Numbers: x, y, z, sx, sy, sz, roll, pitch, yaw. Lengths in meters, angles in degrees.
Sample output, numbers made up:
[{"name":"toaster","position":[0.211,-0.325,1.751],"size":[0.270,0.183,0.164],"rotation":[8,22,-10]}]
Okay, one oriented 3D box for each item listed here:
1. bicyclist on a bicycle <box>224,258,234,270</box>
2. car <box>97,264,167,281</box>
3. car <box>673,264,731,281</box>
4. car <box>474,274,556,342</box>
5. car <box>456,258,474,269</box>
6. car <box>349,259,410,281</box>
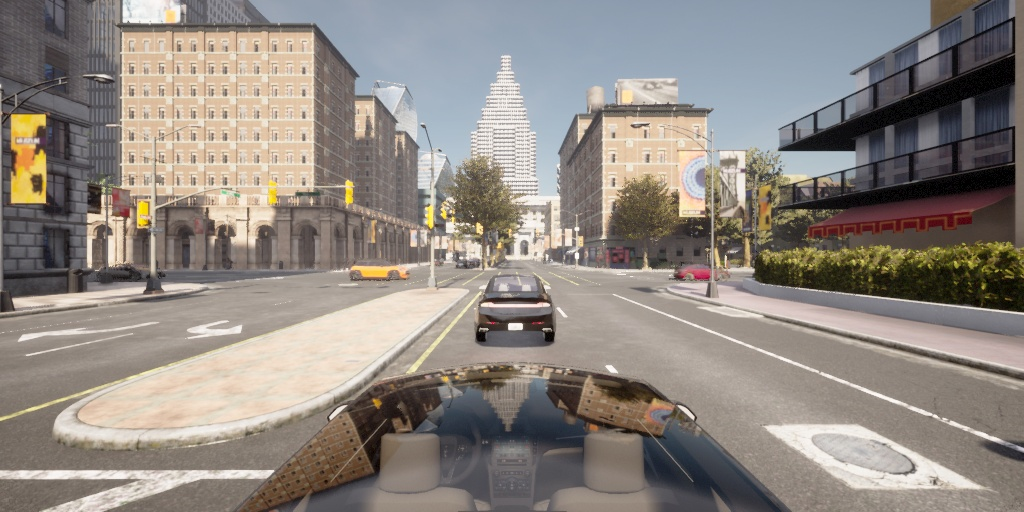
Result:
[{"name":"bicyclist on a bicycle","position":[-37.237,1.050,47.206],"size":[0.582,1.620,1.656],"rotation":[0,0,0]},{"name":"car","position":[-30.952,1.313,29.262],"size":[4.181,1.385,1.994],"rotation":[0,0,0]},{"name":"car","position":[15.516,1.313,29.451],"size":[4.181,1.385,1.994],"rotation":[0,0,0]},{"name":"car","position":[0.082,1.241,9.797],"size":[2.128,1.511,4.902],"rotation":[0,0,0]},{"name":"car","position":[-8.002,1.241,58.545],"size":[2.128,1.511,4.902],"rotation":[0,0,0]},{"name":"car","position":[-10.740,1.100,29.342],"size":[4.553,1.767,2.097],"rotation":[0,0,0]}]
